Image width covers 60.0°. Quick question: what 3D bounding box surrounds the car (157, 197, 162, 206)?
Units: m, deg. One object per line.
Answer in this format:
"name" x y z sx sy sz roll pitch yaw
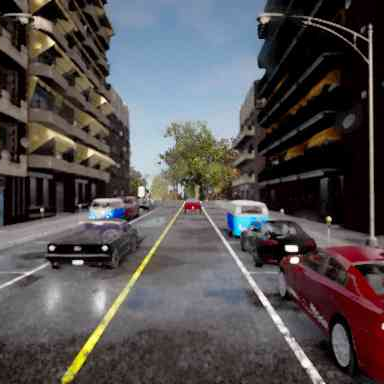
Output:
"car" -5.683 1.562 45.125 2.008 1.369 4.403 1 0 0

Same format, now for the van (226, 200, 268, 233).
"van" 2.689 1.342 16.779 1.690 1.788 3.998 1 0 0

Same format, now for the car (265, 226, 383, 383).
"car" 2.704 1.545 5.455 1.887 1.381 4.507 1 0 0

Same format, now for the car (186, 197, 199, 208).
"car" 0.082 1.540 50.290 1.812 1.442 4.674 0 0 -2

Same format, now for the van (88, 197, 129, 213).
"van" -5.678 1.344 22.478 1.690 1.788 3.998 1 0 0

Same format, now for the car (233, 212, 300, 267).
"car" 2.707 1.566 11.117 1.947 1.339 4.313 1 0 0

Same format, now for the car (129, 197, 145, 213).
"car" -5.678 1.319 28.139 2.192 1.841 5.009 1 0 0

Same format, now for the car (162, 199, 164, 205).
"car" -5.777 1.569 56.444 2.008 1.369 4.403 1 0 0

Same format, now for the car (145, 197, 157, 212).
"car" -5.683 1.574 39.464 1.947 1.339 4.313 1 0 0

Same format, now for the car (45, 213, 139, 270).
"car" -3.076 1.602 11.185 1.895 1.301 4.718 0 0 0

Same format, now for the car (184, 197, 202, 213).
"car" 0.096 1.485 37.366 1.882 1.535 5.008 0 0 0
